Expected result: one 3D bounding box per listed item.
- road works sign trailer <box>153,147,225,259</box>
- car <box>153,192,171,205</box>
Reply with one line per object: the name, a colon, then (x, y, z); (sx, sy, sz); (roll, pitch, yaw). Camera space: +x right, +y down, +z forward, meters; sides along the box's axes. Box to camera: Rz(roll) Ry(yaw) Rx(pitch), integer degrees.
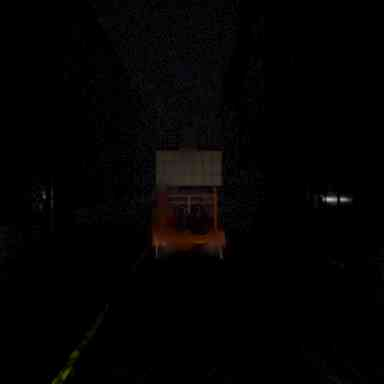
road works sign trailer: (-0.104, 0.240, 11.600); (2.380, 3.560, 2.880); (0, 1, -1)
car: (-3.453, 0.752, 39.217); (1.837, 1.490, 4.892); (0, 1, 0)
